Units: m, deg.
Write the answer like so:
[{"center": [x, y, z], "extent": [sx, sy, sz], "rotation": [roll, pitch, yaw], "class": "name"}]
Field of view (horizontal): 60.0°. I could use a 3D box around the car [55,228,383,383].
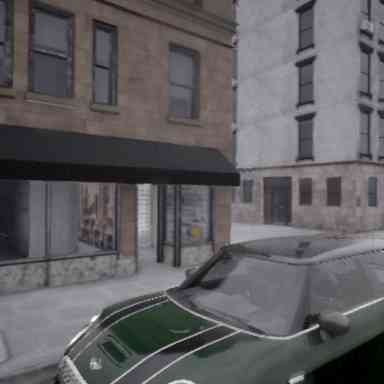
[{"center": [0.930, 1.369, 3.736], "extent": [4.553, 1.767, 2.097], "rotation": [0, 0, -36], "class": "car"}]
